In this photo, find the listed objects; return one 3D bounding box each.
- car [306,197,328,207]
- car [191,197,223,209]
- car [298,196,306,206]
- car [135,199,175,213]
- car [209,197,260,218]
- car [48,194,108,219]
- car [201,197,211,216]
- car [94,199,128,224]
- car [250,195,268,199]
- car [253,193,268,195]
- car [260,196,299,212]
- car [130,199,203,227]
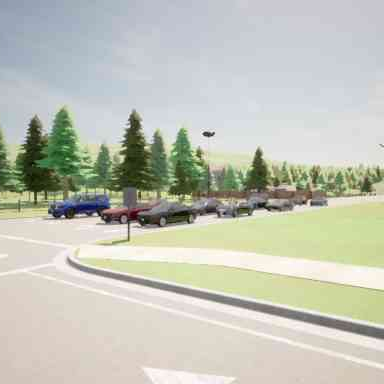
[{"bbox_3d":[19.889,1.511,52.087,1.837,1.490,4.892,0,0,36],"label":"car"},{"bbox_3d":[2.148,1.492,45.795,2.128,1.511,4.902,0,0,36],"label":"car"},{"bbox_3d":[17.406,1.404,54.611,2.097,1.767,4.553,0,0,36],"label":"car"},{"bbox_3d":[-4.040,1.526,37.346,1.812,1.442,4.674,0,0,36],"label":"car"},{"bbox_3d":[3.989,1.492,30.558,2.128,1.511,4.902,0,0,36],"label":"car"},{"bbox_3d":[-9.816,1.221,29.488,2.150,2.045,5.566,0,0,37],"label":"car"},{"bbox_3d":[1.313,1.547,32.827,2.033,1.411,5.357,0,0,37],"label":"car"},{"bbox_3d":[-4.498,1.478,24.904,1.882,1.535,5.008,0,0,36],"label":"car"},{"bbox_3d":[7.971,1.478,41.897,1.882,1.535,5.008,0,0,36],"label":"car"},{"bbox_3d":[11.716,1.228,58.688,2.150,2.045,5.566,0,0,36],"label":"car"},{"bbox_3d":[10.491,1.548,39.422,2.033,1.411,5.357,0,0,36],"label":"car"},{"bbox_3d":[-1.627,1.478,22.900,1.882,1.535,5.008,0,0,36],"label":"car"}]
